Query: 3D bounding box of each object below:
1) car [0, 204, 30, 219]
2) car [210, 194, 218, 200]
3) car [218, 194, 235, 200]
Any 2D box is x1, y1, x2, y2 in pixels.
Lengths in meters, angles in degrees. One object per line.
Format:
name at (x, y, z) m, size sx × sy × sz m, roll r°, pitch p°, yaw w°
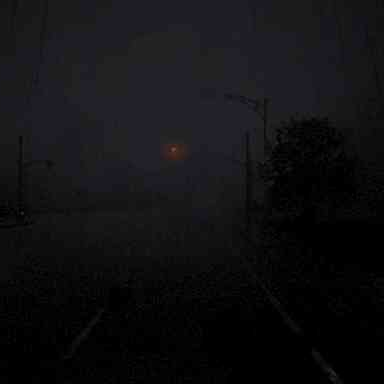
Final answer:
car at (-19.059, 1.970, 33.792) m, size 4.892 × 1.490 × 1.837 m, roll 1°, pitch -1°, yaw 3°
car at (6.159, 1.285, 86.107) m, size 2.128 × 1.511 × 4.902 m, roll 0°, pitch 3°, yaw 28°
car at (9.105, 1.289, 84.212) m, size 2.033 × 1.411 × 5.357 m, roll 0°, pitch 3°, yaw 28°
